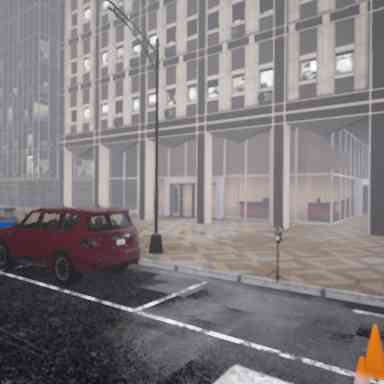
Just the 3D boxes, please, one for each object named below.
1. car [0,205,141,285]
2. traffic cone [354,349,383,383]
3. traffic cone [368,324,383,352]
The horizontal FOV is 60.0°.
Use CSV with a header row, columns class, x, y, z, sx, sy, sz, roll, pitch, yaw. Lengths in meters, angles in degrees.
class,x,y,z,sx,sy,sz,roll,pitch,yaw
car,-3.696,1.316,9.580,5.009,1.841,2.192,0,1,35
traffic cone,1.710,1.956,3.341,0.340,0.580,0.340,0,0,35
traffic cone,2.289,1.956,4.156,0.340,0.580,0.340,0,0,35
